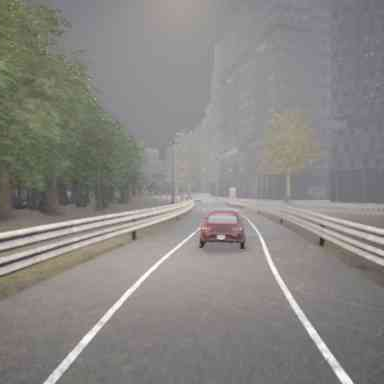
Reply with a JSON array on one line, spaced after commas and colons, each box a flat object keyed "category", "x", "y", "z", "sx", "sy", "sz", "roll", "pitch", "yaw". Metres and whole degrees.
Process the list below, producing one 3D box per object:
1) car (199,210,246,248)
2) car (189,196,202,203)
[{"category": "car", "x": 1.396, "y": 1.534, "z": 14.818, "sx": 1.812, "sy": 1.442, "sz": 4.674, "roll": 0, "pitch": 0, "yaw": 7}, {"category": "car", "x": 0.711, "y": 1.529, "z": 69.742, "sx": 1.895, "sy": 1.301, "sz": 4.718, "roll": 0, "pitch": 0, "yaw": -12}]
